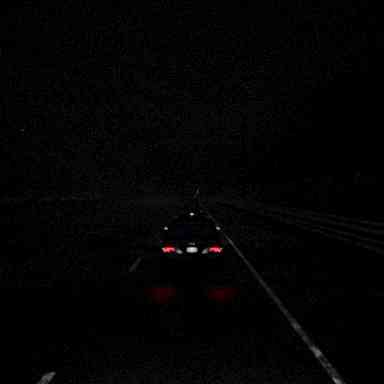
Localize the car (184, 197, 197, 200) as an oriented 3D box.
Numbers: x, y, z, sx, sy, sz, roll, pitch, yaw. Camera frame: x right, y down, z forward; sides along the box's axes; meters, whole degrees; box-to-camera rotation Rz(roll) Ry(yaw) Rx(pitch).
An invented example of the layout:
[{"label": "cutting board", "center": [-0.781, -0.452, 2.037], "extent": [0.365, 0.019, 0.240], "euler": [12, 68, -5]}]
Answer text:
[{"label": "car", "center": [-0.009, 1.637, 54.374], "extent": [1.837, 1.490, 4.892], "euler": [0, -1, 0]}]

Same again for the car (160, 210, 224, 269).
[{"label": "car", "center": [-0.002, 1.549, 11.132], "extent": [2.033, 1.411, 5.357], "euler": [0, 0, 0]}]

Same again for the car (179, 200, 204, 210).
[{"label": "car", "center": [-0.004, 1.563, 26.064], "extent": [1.994, 1.385, 4.181], "euler": [0, 0, 0]}]

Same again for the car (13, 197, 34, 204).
[{"label": "car", "center": [-24.573, 1.557, 49.342], "extent": [1.837, 1.490, 4.892], "euler": [0, 0, 0]}]

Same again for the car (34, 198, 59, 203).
[{"label": "car", "center": [-21.076, 1.578, 49.380], "extent": [1.812, 1.442, 4.674], "euler": [0, 0, 0]}]
